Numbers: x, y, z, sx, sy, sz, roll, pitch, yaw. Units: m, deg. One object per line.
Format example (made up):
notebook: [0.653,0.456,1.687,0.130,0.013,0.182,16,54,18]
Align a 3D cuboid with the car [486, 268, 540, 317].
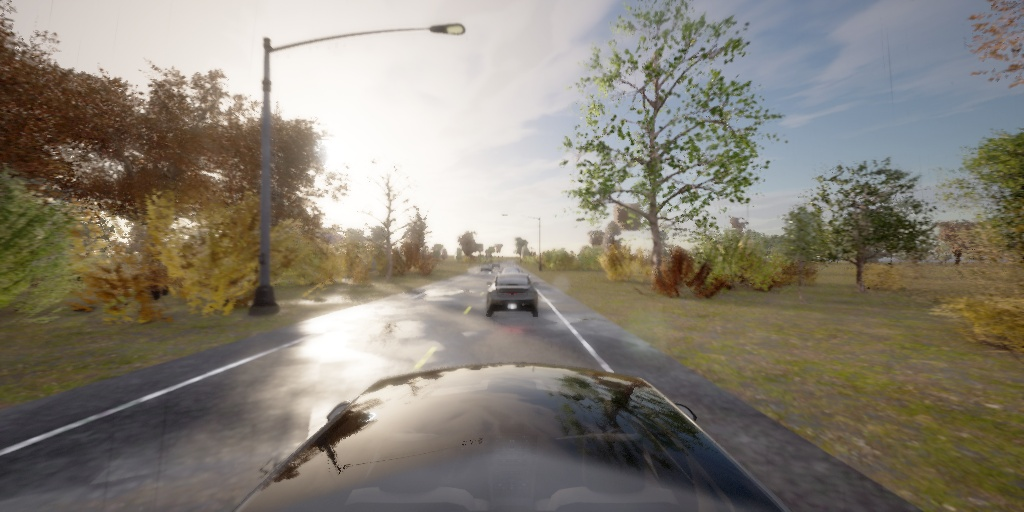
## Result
car: [0.023,1.423,14.164,1.837,1.490,4.892,0,0,0]

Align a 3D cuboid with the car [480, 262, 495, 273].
car: [-4.301,2.068,59.964,1.994,1.385,4.181,0,-1,-4]

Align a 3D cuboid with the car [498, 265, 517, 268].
car: [-0.044,1.652,29.850,1.812,1.442,4.674,0,-1,0]
